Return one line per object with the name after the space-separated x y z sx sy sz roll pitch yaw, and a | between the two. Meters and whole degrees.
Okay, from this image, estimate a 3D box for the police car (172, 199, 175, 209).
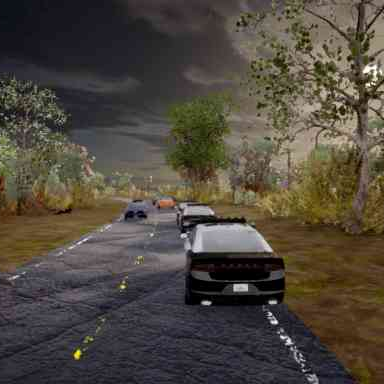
-0.221 1.423 24.340 1.930 1.638 5.238 0 0 -5 | police car

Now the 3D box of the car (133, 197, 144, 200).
-10.218 1.595 63.279 1.895 1.301 4.718 0 0 -13 | car

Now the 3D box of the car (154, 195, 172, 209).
-3.686 1.348 45.655 2.097 1.767 4.553 0 0 -9 | car

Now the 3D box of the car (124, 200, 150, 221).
-4.516 1.599 27.573 1.895 1.301 4.718 0 0 -6 | car

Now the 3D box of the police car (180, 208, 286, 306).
0.745 1.425 8.244 1.930 1.638 5.238 0 0 -2 | police car

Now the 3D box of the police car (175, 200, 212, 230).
0.241 1.424 18.310 1.930 1.638 5.238 0 0 -4 | police car

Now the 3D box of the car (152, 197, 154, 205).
-5.860 1.346 57.952 2.097 1.767 4.553 0 0 -12 | car
